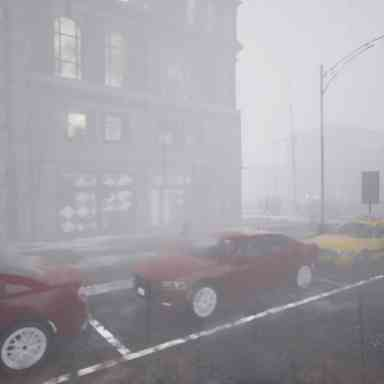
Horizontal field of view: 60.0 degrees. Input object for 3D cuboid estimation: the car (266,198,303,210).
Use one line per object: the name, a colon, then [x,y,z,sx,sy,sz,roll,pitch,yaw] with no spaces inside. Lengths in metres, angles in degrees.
car: [12.394,1.541,44.870,1.752,1.417,4.829,-2,1,-37]

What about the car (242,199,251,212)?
car: [5.773,1.703,39.789,2.008,1.369,4.403,-2,1,-37]

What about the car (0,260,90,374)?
car: [-3.585,1.550,4.006,4.507,1.381,1.887,-1,0,-36]

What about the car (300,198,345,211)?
car: [15.760,1.473,40.328,1.752,1.417,4.829,-2,1,-37]

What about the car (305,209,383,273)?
car: [5.302,1.446,10.349,4.829,1.417,1.752,-1,0,-36]

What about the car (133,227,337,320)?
car: [0.928,1.507,7.226,4.507,1.381,1.887,-1,0,-36]

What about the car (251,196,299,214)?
car: [9.132,1.399,35.244,2.192,1.841,5.009,-2,1,-37]

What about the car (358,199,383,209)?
car: [19.228,1.444,35.649,1.947,1.339,4.313,-2,1,-37]

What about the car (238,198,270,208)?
car: [9.130,1.632,49.277,2.008,1.369,4.403,-2,1,-37]

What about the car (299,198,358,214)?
car: [12.501,1.457,30.703,1.967,1.590,4.097,-2,1,-37]
